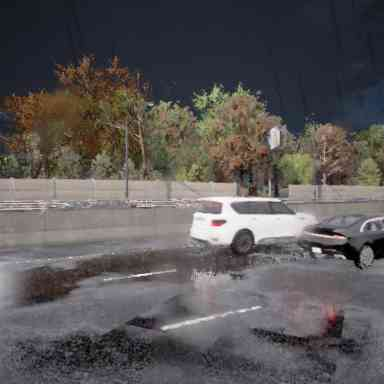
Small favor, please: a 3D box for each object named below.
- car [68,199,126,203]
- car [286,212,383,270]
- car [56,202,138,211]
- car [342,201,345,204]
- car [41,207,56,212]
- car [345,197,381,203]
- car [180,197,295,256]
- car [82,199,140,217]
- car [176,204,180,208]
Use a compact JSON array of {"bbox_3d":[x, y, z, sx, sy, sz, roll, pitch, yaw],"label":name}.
[{"bbox_3d":[-6.680,1.351,24.232,4.553,1.767,2.097,0,0,-30],"label":"car"},{"bbox_3d":[5.748,1.490,10.988,4.902,1.511,2.128,0,0,-30],"label":"car"},{"bbox_3d":[-5.880,1.564,20.653,4.181,1.385,1.994,0,0,-30],"label":"car"},{"bbox_3d":[25.049,1.514,50.778,4.892,1.490,1.837,0,0,-30],"label":"car"},{"bbox_3d":[-9.470,1.492,26.661,4.902,1.511,2.128,0,0,-30],"label":"car"},{"bbox_3d":[24.159,1.554,46.222,5.357,1.411,2.033,0,0,-30],"label":"car"},{"bbox_3d":[2.600,1.218,13.205,5.566,2.045,2.150,0,0,-30],"label":"car"},{"bbox_3d":[-7.674,1.477,31.754,5.008,1.535,1.882,0,0,-30],"label":"car"},{"bbox_3d":[0.615,1.351,32.529,4.553,1.767,2.097,0,0,-30],"label":"car"}]
